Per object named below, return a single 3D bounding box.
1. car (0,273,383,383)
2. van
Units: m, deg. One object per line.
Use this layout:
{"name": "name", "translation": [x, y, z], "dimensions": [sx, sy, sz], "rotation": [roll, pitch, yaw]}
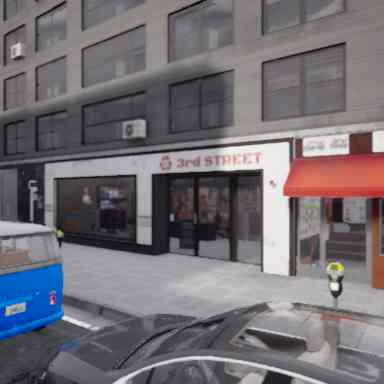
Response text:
{"name": "car", "translation": [0.605, 1.551, 2.377], "dimensions": [4.403, 1.369, 2.008], "rotation": [0, 0, 35]}
{"name": "van", "translation": [-3.882, 1.346, 5.576], "dimensions": [3.998, 1.788, 1.690], "rotation": [0, 0, 35]}
